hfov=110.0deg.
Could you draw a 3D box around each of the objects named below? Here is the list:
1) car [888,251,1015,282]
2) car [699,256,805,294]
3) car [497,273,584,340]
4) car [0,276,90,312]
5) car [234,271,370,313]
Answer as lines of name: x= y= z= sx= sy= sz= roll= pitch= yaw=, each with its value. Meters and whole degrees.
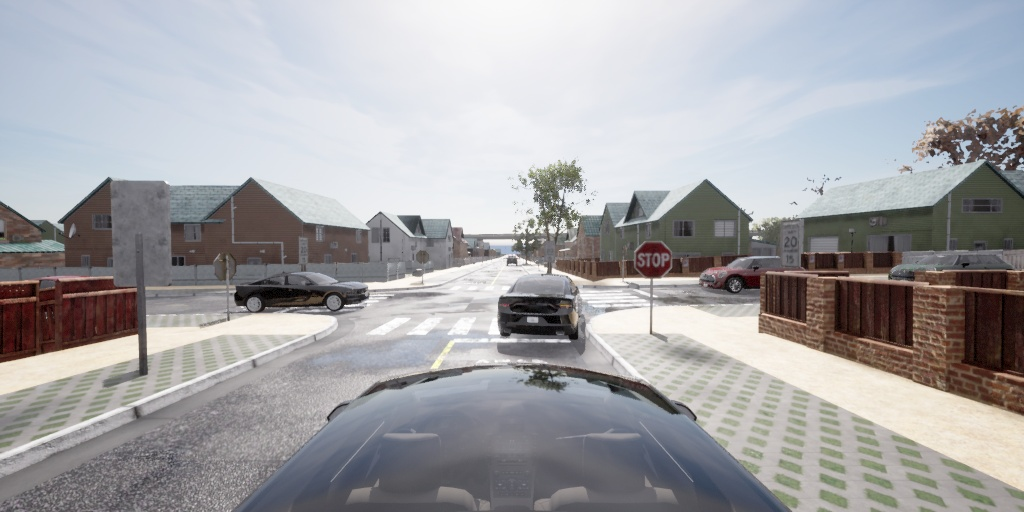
car: x=21.705 y=0.646 z=17.819 sx=4.553 sy=1.767 sz=2.097 roll=-1 pitch=2 yaw=0
car: x=11.810 y=0.820 z=17.750 sx=4.553 sy=1.767 sz=2.097 roll=-1 pitch=2 yaw=0
car: x=0.960 y=1.224 z=10.143 sx=1.882 sy=1.535 sz=5.008 roll=0 pitch=0 yaw=12
car: x=-18.018 y=1.547 z=14.611 sx=5.008 sy=1.535 sz=1.882 roll=-1 pitch=2 yaw=0
car: x=-8.465 y=1.377 z=14.672 sx=5.008 sy=1.535 sz=1.882 roll=-1 pitch=2 yaw=0
